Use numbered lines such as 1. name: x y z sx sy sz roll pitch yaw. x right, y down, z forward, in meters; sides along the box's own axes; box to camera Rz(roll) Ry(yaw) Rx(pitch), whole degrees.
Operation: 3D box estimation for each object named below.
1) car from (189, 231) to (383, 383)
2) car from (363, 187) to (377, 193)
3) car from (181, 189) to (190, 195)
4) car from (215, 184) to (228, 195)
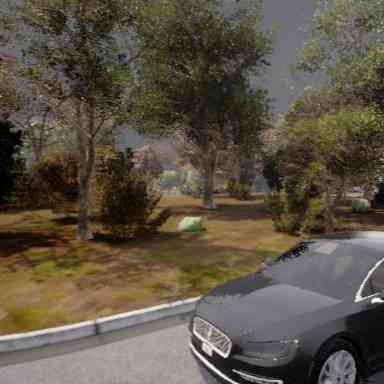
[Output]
1. car: 2.299 1.388 4.751 4.892 1.490 1.837 -2 1 -28
2. car: 19.864 -0.064 33.372 1.895 1.301 4.718 -1 2 -29
3. car: 1.134 -0.233 48.601 5.357 1.411 2.033 -1 1 -17
4. car: 4.149 -0.316 45.837 5.008 1.535 1.882 -1 0 -15
